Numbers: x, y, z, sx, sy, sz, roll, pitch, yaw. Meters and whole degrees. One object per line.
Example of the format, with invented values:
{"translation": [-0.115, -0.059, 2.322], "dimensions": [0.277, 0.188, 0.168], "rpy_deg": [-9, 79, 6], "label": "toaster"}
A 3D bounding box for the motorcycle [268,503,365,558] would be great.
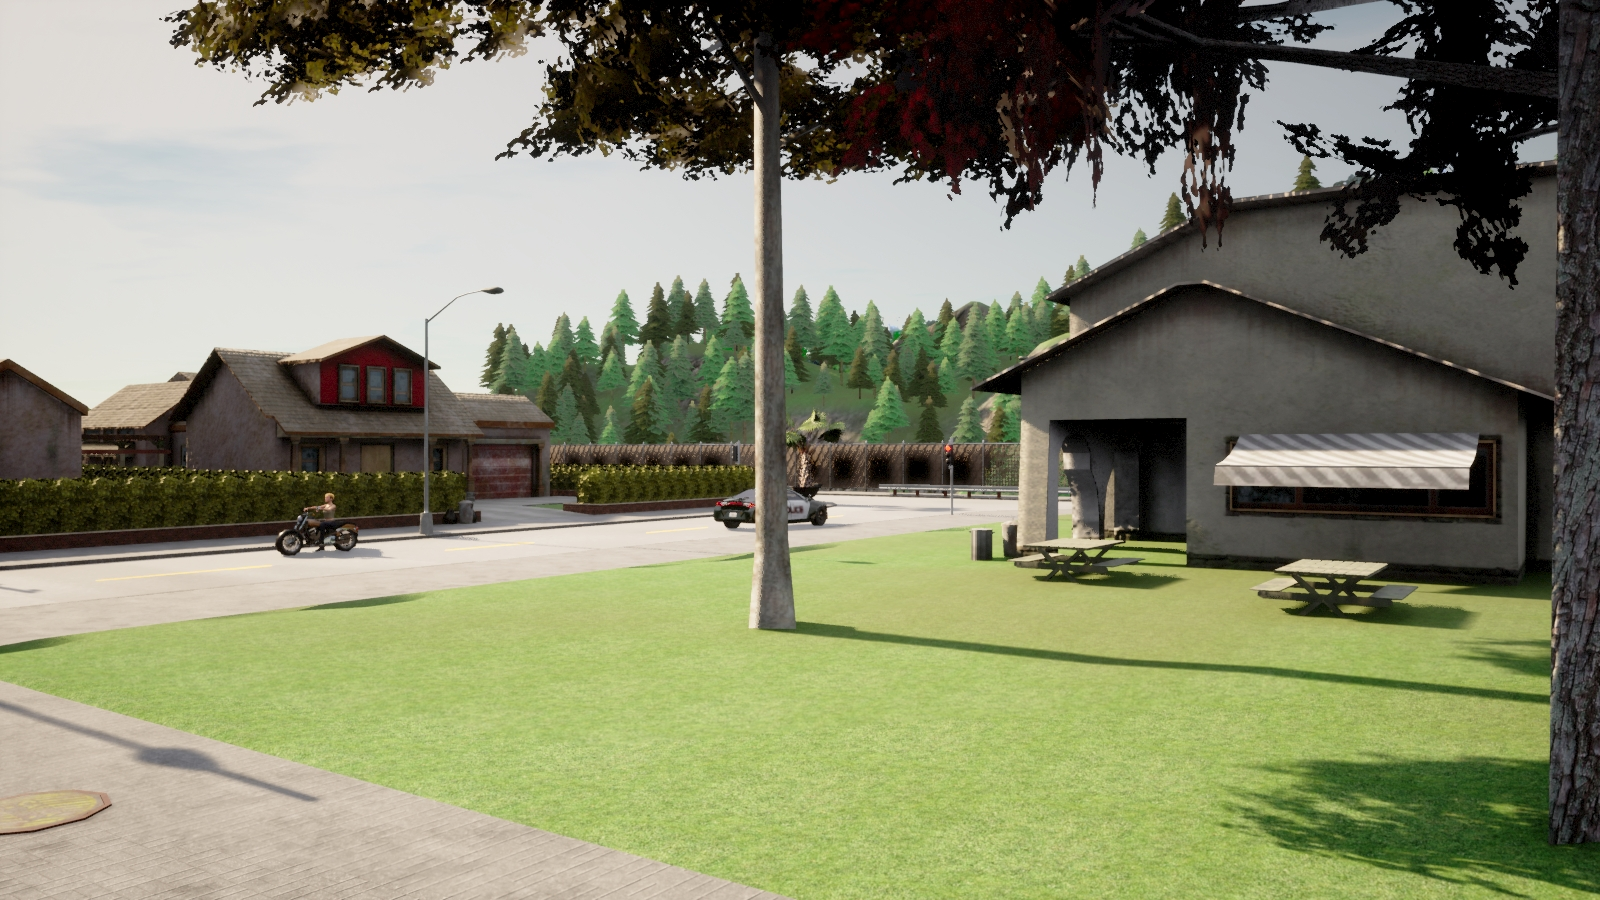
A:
{"translation": [-13.052, 2.155, 30.913], "dimensions": [0.764, 1.307, 2.356], "rpy_deg": [0, 0, 35], "label": "motorcycle"}

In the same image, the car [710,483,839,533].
{"translation": [-0.850, 2.038, 41.431], "dimensions": [2.038, 1.542, 4.974], "rpy_deg": [0, 0, 37], "label": "car"}
